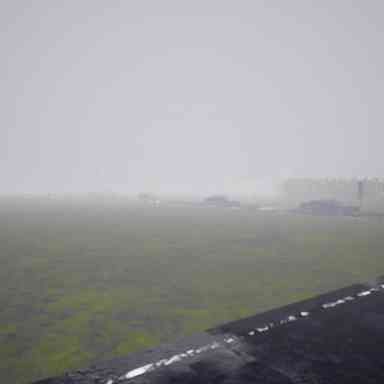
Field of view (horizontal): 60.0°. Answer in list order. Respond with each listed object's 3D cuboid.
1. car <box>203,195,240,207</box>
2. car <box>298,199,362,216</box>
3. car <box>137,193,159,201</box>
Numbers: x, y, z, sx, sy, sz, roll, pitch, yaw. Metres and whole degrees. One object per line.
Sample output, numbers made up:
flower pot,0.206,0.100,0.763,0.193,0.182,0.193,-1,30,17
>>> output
car,3.589,1.085,41.800,2.033,1.411,5.357,-1,1,-36
car,12.207,1.305,29.801,2.033,1.411,5.357,-1,1,-36
car,-7.734,0.796,57.730,2.033,1.411,5.357,-1,1,-36
